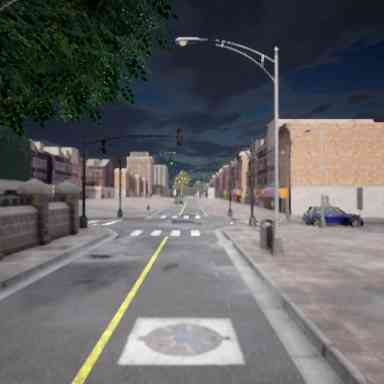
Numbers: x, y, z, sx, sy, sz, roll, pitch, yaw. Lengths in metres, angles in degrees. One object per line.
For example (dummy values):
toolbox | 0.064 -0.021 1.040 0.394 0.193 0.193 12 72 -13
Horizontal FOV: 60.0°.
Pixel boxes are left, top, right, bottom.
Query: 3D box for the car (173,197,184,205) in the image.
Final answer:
car | -2.746 1.811 68.904 1.837 1.490 4.892 0 0 0

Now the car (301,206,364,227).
car | 11.389 1.922 26.998 4.553 1.767 2.097 1 -1 0
